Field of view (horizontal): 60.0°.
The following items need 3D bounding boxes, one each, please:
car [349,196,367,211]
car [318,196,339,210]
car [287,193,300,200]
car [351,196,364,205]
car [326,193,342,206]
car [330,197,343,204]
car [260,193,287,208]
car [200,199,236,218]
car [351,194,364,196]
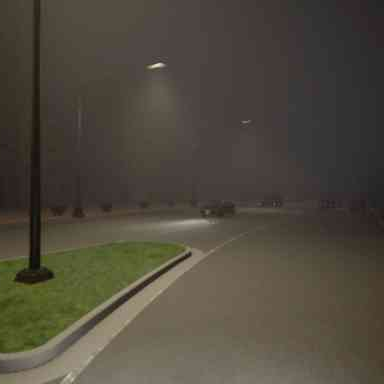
[{"bbox_3d":[20.225,1.576,40.549,2.033,1.411,5.357,1,0,27],"label":"car"},{"bbox_3d":[17.066,1.540,42.069,2.033,1.411,5.357,1,0,26],"label":"car"},{"bbox_3d":[18.317,0.940,60.368,2.097,1.767,4.553,1,0,27],"label":"car"},{"bbox_3d":[30.299,1.529,60.847,2.128,1.511,4.902,1,0,27],"label":"car"},{"bbox_3d":[22.525,1.222,53.154,2.150,2.045,5.566,1,0,27],"label":"car"},{"bbox_3d":[27.183,1.592,62.444,1.895,1.301,4.718,1,0,27],"label":"car"},{"bbox_3d":[11.095,1.142,46.163,2.150,2.045,5.566,1,0,27],"label":"car"},{"bbox_3d":[2.322,1.397,28.730,2.128,1.511,4.902,1,0,27],"label":"car"},{"bbox_3d":[25.653,1.258,51.584,2.150,2.045,5.566,1,0,27],"label":"car"}]
